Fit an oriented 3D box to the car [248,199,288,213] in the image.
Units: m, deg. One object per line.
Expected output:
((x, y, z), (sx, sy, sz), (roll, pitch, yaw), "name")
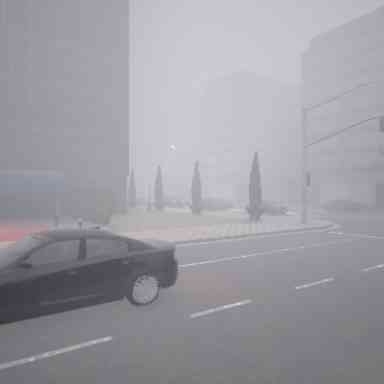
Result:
((8.561, 1.564, 37.958), (1.994, 1.385, 4.181), (0, 0, -35), "car")

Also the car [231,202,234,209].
((3.752, 1.564, 44.849), (1.994, 1.385, 4.181), (0, 0, -35), "car")

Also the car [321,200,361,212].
((17.127, 1.564, 38.347), (1.994, 1.385, 4.181), (0, 0, -36), "car")

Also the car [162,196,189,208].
((-3.005, 1.352, 48.426), (2.097, 1.767, 4.553), (0, 0, -35), "car")

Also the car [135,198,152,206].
((-8.576, 1.601, 56.463), (1.895, 1.301, 4.718), (0, 0, -34), "car")

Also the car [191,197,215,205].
((1.899, 1.601, 60.080), (1.895, 1.301, 4.718), (0, 0, -35), "car")

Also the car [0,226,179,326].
((-2.621, 1.477, 6.420), (5.008, 1.535, 1.882), (0, 0, -35), "car")

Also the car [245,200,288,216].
((7.415, 1.526, 33.484), (1.812, 1.442, 4.674), (0, 0, -38), "car")

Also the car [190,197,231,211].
((2.166, 1.505, 41.004), (1.837, 1.490, 4.892), (0, 0, -35), "car")
